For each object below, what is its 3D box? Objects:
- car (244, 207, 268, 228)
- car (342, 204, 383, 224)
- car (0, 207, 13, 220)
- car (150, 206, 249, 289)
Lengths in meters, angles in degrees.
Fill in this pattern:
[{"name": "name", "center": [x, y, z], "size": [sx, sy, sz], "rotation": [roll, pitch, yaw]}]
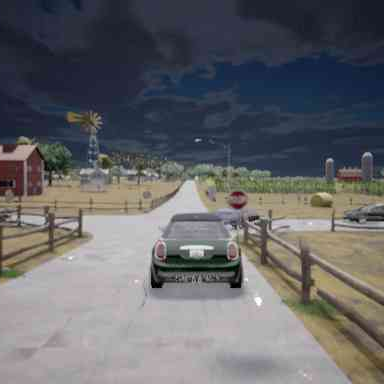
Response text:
[{"name": "car", "center": [3.045, 1.596, 21.335], "size": [2.033, 1.411, 5.357], "rotation": [3, 1, 40]}, {"name": "car", "center": [14.478, 1.716, 26.313], "size": [4.892, 1.490, 1.837], "rotation": [1, 2, 0]}, {"name": "car", "center": [-15.248, 1.352, 23.415], "size": [4.892, 1.490, 1.837], "rotation": [1, 2, 2]}, {"name": "car", "center": [0.101, 1.351, 9.339], "size": [2.097, 1.767, 4.553], "rotation": [0, 0, 0]}]
